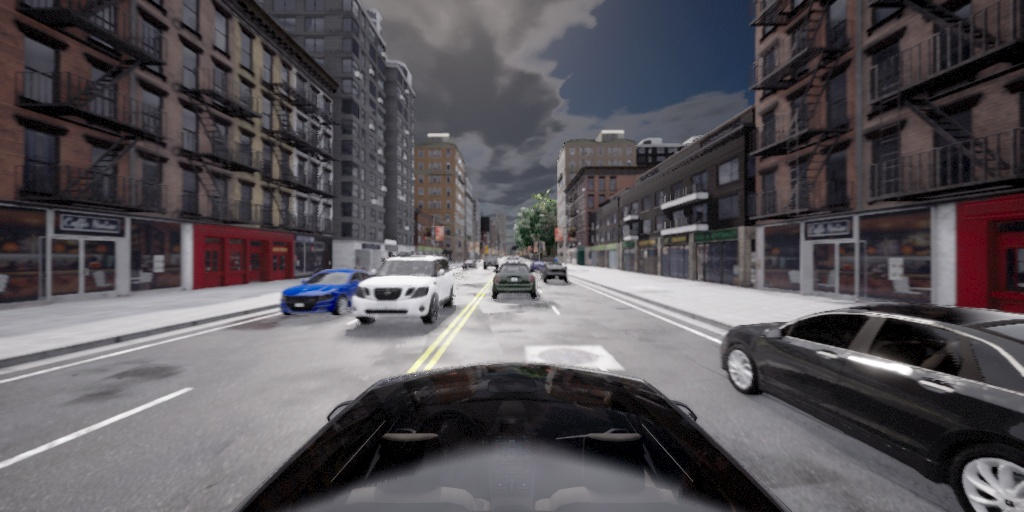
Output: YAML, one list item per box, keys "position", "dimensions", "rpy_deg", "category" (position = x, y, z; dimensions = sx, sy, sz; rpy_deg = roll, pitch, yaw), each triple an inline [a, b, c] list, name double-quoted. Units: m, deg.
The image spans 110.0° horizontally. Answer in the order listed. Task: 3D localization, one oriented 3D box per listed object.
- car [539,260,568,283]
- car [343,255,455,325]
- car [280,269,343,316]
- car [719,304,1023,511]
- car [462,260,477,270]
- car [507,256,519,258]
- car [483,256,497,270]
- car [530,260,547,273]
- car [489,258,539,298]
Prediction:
- position: [3.317, 1.294, 28.780]
  dimensions: [1.837, 1.490, 4.892]
  rpy_deg: [0, 1, 1]
  category: "car"
- position: [-3.346, 0.993, 12.290]
  dimensions: [2.150, 2.045, 5.566]
  rpy_deg: [0, 0, 0]
  category: "car"
- position: [-6.594, 1.249, 13.626]
  dimensions: [1.882, 1.535, 5.008]
  rpy_deg: [0, 0, 0]
  category: "car"
- position: [4.224, 1.263, 3.778]
  dimensions: [1.837, 1.490, 4.892]
  rpy_deg: [0, 0, 0]
  category: "car"
- position: [-6.514, 1.343, 55.827]
  dimensions: [2.033, 1.411, 5.357]
  rpy_deg: [0, 0, 1]
  category: "car"
- position: [0.127, 1.017, 49.262]
  dimensions: [2.150, 2.045, 5.566]
  rpy_deg: [0, 0, 0]
  category: "car"
- position: [-3.268, 1.017, 55.655]
  dimensions: [2.150, 2.045, 5.566]
  rpy_deg: [0, 0, 1]
  category: "car"
- position: [3.340, 1.322, 46.021]
  dimensions: [1.812, 1.442, 4.674]
  rpy_deg: [0, 0, 0]
  category: "car"
- position: [0.108, 1.131, 18.935]
  dimensions: [2.097, 1.767, 4.553]
  rpy_deg: [0, 0, 0]
  category: "car"
